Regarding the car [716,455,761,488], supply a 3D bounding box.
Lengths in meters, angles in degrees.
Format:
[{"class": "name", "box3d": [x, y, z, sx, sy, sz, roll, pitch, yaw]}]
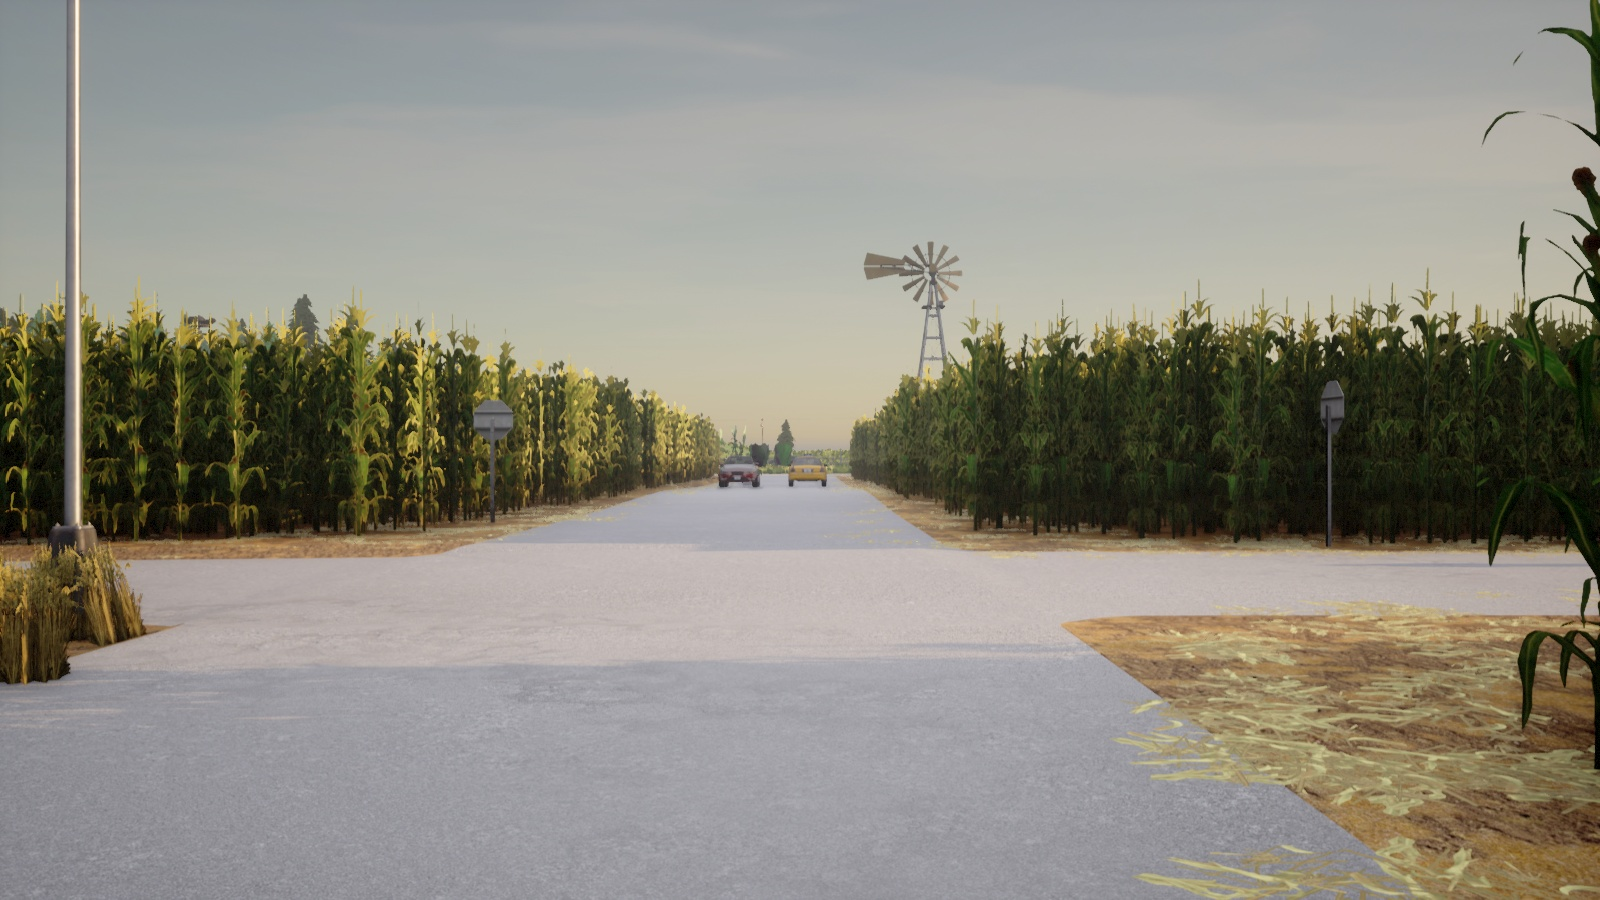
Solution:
[{"class": "car", "box3d": [-2.755, 0.984, 57.303, 1.816, 1.474, 4.193, 0, -1, 0]}]

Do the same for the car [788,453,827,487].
[{"class": "car", "box3d": [0.365, 0.969, 60.805, 1.801, 1.575, 5.366, 0, -1, 0]}]
